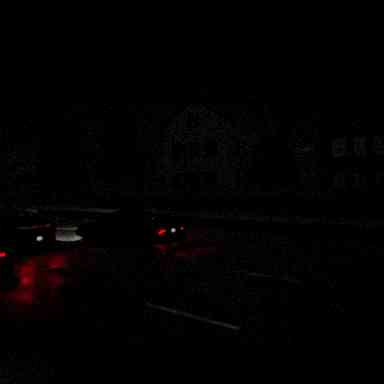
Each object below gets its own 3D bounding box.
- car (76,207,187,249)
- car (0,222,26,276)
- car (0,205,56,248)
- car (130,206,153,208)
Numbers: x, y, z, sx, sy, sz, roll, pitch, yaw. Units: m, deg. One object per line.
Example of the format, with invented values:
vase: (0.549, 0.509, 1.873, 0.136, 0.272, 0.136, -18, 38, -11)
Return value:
car: (-2.765, 1.548, 14.490, 5.357, 1.411, 2.033, 0, 0, 36)
car: (-6.831, 1.548, 8.792, 5.357, 1.411, 2.033, 0, 0, 36)
car: (-7.575, 1.492, 13.654, 4.902, 1.511, 2.128, 0, 0, 36)
car: (-3.233, 1.527, 19.154, 4.674, 1.442, 1.812, 0, 0, 36)
